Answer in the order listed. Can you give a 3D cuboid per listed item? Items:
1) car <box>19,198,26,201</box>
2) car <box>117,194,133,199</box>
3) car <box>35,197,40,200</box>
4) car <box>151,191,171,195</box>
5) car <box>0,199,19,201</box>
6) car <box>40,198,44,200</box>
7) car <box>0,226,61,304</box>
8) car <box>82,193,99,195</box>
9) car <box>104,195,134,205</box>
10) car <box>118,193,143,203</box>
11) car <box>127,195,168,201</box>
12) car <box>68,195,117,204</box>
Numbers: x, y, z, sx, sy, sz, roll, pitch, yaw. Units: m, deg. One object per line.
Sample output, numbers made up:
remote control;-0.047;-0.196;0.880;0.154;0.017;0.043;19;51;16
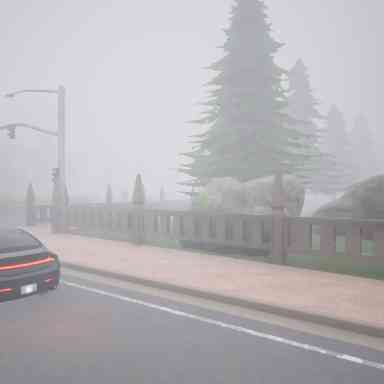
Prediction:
car;-23.985;1.547;41.846;2.033;1.411;5.357;0;0;36
car;-12.138;1.479;52.384;1.837;1.490;4.892;0;1;36
car;-23.686;1.505;48.268;1.837;1.490;4.892;0;0;36
car;-5.974;0.845;60.982;2.150;2.045;5.566;0;3;36
car;-22.604;1.564;37.772;1.994;1.385;4.181;0;0;36
car;-17.500;1.526;44.882;1.812;1.442;4.674;0;0;36
car;-4.919;1.505;7.445;4.892;1.490;1.837;0;0;36
car;-17.985;1.197;56.227;2.150;2.045;5.566;0;1;36
car;-12.634;1.383;57.707;2.128;1.511;4.902;0;2;36
car;-11.915;1.151;64.705;1.837;1.490;4.892;0;3;36
car;-5.601;1.489;43.128;2.128;1.511;4.902;0;0;35
car;-12.023;1.490;40.159;2.128;1.511;4.902;0;0;36
